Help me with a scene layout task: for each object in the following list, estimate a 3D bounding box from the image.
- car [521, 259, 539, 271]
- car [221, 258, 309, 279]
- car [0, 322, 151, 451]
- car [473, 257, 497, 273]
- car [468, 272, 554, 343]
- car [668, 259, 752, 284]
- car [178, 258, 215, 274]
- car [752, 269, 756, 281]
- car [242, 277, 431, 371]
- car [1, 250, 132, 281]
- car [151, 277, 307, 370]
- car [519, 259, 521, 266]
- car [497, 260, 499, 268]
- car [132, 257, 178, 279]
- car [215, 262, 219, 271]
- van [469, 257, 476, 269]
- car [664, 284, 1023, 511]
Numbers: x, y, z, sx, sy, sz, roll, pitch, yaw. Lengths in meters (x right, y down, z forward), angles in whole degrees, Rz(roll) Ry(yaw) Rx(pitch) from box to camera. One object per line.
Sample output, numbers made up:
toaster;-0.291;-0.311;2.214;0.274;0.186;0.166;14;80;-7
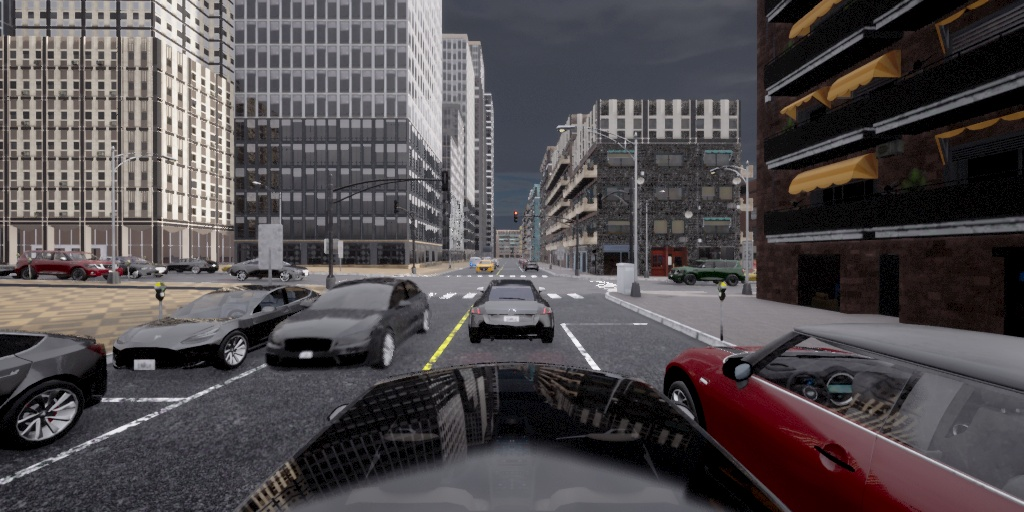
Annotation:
car;2.553;1.319;47.411;1.948;1.339;4.313;0;0;0
car;-16.798;0.959;24.990;4.902;1.511;2.128;1;0;-1
car;-5.689;1.316;2.494;1.948;1.339;4.313;0;0;0
car;-3.225;1.230;43.397;1.882;1.535;5.008;0;0;0
car;-0.020;1.314;9.675;1.994;1.385;4.181;0;0;0
car;15.501;1.290;28.647;5.566;2.045;2.150;1;0;-1
car;-27.575;0.815;30.622;4.313;1.339;1.948;0;0;-1
car;21.277;1.698;31.325;4.829;1.417;1.751;0;0;-1
car;-3.100;1.256;7.836;1.837;1.490;4.892;0;0;0
car;-27.446;0.591;22.241;5.009;1.841;2.192;0;0;-1
car;-5.705;1.315;7.740;1.948;1.339;4.313;0;0;0
car;2.522;1.301;57.378;1.888;1.381;4.507;0;0;0
car;-3.252;1.247;53.468;2.128;1.511;4.902;0;0;0
car;-26.760;0.773;24.842;4.902;1.511;2.128;1;0;-1
car;-22.131;0.880;30.788;4.829;1.417;1.751;0;0;-1
van;-5.859;1.097;57.351;1.690;1.789;3.998;0;0;0
car;2.692;1.190;2.521;1.967;1.591;4.097;0;0;0
